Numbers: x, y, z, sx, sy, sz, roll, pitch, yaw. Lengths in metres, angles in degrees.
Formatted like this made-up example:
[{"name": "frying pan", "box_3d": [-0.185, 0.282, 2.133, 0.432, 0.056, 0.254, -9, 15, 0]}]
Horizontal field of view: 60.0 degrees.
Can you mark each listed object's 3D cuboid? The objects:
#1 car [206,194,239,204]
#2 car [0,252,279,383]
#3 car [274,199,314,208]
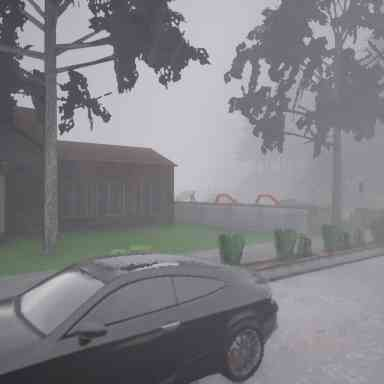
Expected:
[{"name": "car", "box_3d": [4.210, 1.227, 46.289, 2.150, 2.045, 5.566, 0, 0, -36]}, {"name": "car", "box_3d": [-0.937, 1.526, 3.931, 4.674, 1.442, 1.812, 0, 0, -35]}, {"name": "car", "box_3d": [11.261, 1.508, 36.360, 1.837, 1.490, 4.892, 0, 0, -35]}]
